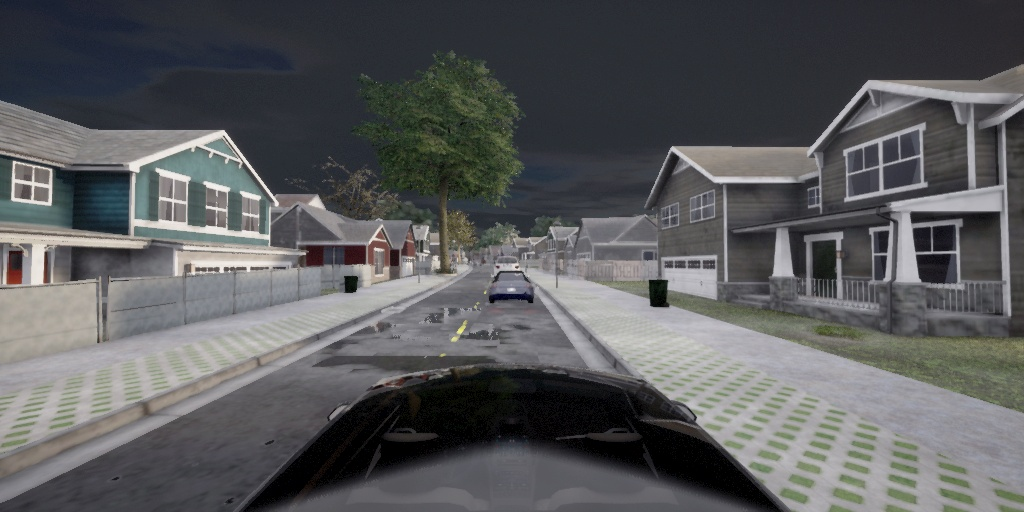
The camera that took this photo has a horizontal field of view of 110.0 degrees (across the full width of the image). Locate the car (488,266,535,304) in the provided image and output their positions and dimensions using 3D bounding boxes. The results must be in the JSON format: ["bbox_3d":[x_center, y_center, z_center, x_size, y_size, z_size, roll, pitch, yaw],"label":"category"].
[{"bbox_3d":[-0.047,1.337,16.523,1.994,1.385,4.181,0,0,-1],"label":"car"}]

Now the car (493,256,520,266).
[{"bbox_3d":[-0.481,1.059,31.594,2.150,2.045,5.566,0,0,-3],"label":"car"}]
